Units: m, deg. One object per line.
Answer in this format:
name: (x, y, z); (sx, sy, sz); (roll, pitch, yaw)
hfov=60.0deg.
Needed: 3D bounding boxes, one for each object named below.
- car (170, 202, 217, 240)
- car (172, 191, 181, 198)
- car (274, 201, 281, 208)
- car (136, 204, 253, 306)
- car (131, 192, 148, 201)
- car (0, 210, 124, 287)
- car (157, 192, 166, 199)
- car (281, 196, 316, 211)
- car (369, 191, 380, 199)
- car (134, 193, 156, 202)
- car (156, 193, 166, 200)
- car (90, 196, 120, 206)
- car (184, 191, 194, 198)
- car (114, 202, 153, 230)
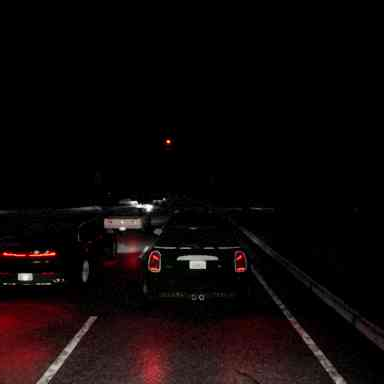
car: (0.089, 1.388, 17.348); (2.128, 1.511, 4.902); (0, 0, 1)
car: (-4.014, 0.692, 85.661); (1.837, 1.490, 4.892); (0, 1, -4)
car: (12.191, 1.306, 39.206); (4.718, 1.301, 1.895); (0, 1, -3)
car: (0.101, 1.323, 8.152); (2.097, 1.767, 4.553); (0, 0, 0)
car: (-10.571, 0.963, 64.927); (2.128, 1.511, 4.902); (0, 1, 0)
car: (-3.400, 1.468, 9.210); (1.837, 1.490, 4.892); (0, 0, 0)
car: (-7.264, 0.825, 79.884); (2.033, 1.411, 5.357); (0, 1, -2)
car: (12.501, 1.215, 35.496); (5.008, 1.535, 1.882); (0, 1, -3)
car: (22.862, 0.921, 39.812); (5.566, 2.045, 2.150); (0, 1, -4)
car: (-7.109, 1.205, 50.798); (1.895, 1.301, 4.718); (0, 1, 0)
car: (-7.050, 0.971, 69.178); (2.033, 1.411, 5.357); (0, 1, 0)
car: (-11.822, 1.253, 45.280); (1.895, 1.301, 4.718); (0, 1, 19)
car: (-0.539, 0.707, 86.157); (1.812, 1.442, 4.674); (0, 1, -4)
car: (-3.405, 1.487, 18.530); (1.895, 1.301, 4.718); (0, 1, 0)
